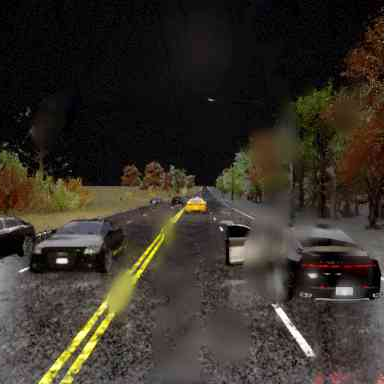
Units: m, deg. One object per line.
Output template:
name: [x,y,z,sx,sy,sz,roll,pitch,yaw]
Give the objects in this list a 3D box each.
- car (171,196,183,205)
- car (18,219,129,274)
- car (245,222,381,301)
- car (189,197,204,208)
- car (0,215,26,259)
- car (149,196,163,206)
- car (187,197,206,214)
car: [-2.458,1.434,55.181,1.837,1.490,4.892,0,0,2]
car: [-3.292,1.558,10.445,1.994,1.385,4.181,0,0,0]
car: [2.703,1.501,8.285,1.837,1.490,4.892,0,0,0]
car: [0.679,1.438,47.344,2.128,1.511,4.902,0,0,2]
car: [-6.546,1.486,10.063,2.128,1.511,4.902,0,0,0]
car: [-5.765,1.424,53.405,2.128,1.511,4.902,0,0,2]
car: [0.463,1.445,35.534,1.882,1.535,5.008,0,0,2]
